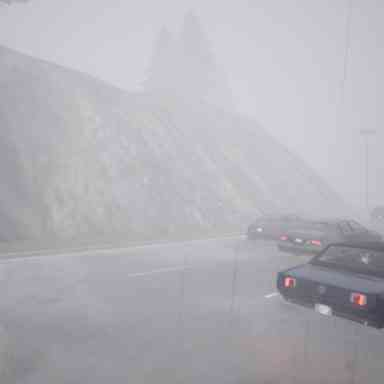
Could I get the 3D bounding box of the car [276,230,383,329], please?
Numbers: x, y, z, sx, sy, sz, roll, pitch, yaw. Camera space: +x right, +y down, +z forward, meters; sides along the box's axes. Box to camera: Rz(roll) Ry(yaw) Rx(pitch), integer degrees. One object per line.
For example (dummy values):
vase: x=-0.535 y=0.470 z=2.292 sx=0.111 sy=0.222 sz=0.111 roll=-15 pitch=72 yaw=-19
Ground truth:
car: x=3.925 y=1.696 z=6.932 sx=4.718 sy=1.301 sz=1.895 roll=1 pitch=-1 yaw=-39

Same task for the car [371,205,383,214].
car: x=17.931 y=1.939 z=30.828 sx=1.837 sy=1.490 sz=4.892 roll=0 pitch=0 yaw=39

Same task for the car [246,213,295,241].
car: x=4.630 y=1.750 z=16.801 sx=4.181 sy=1.385 sz=1.994 roll=1 pitch=-1 yaw=-42

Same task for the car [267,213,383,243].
car: x=5.444 y=1.707 z=12.758 sx=5.357 sy=1.411 sz=2.033 roll=1 pitch=-1 yaw=-41
